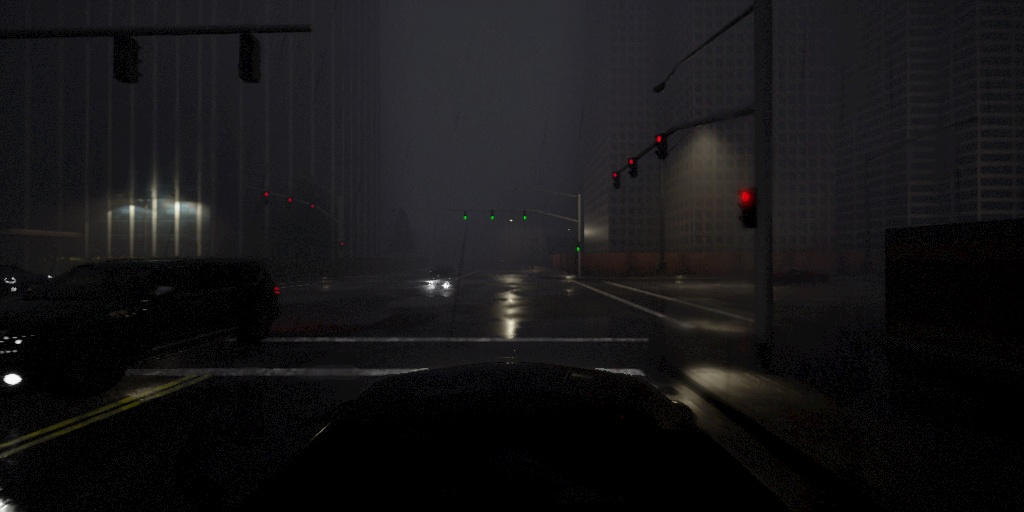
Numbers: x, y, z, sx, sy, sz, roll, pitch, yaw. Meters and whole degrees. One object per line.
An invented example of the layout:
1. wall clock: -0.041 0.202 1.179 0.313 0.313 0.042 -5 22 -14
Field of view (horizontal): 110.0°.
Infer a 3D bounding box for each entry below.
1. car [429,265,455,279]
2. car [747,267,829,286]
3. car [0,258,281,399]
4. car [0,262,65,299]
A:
1. car: -6.997 1.550 36.164 1.895 1.301 4.718 0 0 0
2. car: 19.885 1.487 25.987 4.718 1.301 1.895 0 0 1
3. car: -6.999 1.068 6.896 2.150 2.045 5.566 0 0 0
4. car: -26.535 1.196 18.408 4.553 1.767 2.097 0 0 0
